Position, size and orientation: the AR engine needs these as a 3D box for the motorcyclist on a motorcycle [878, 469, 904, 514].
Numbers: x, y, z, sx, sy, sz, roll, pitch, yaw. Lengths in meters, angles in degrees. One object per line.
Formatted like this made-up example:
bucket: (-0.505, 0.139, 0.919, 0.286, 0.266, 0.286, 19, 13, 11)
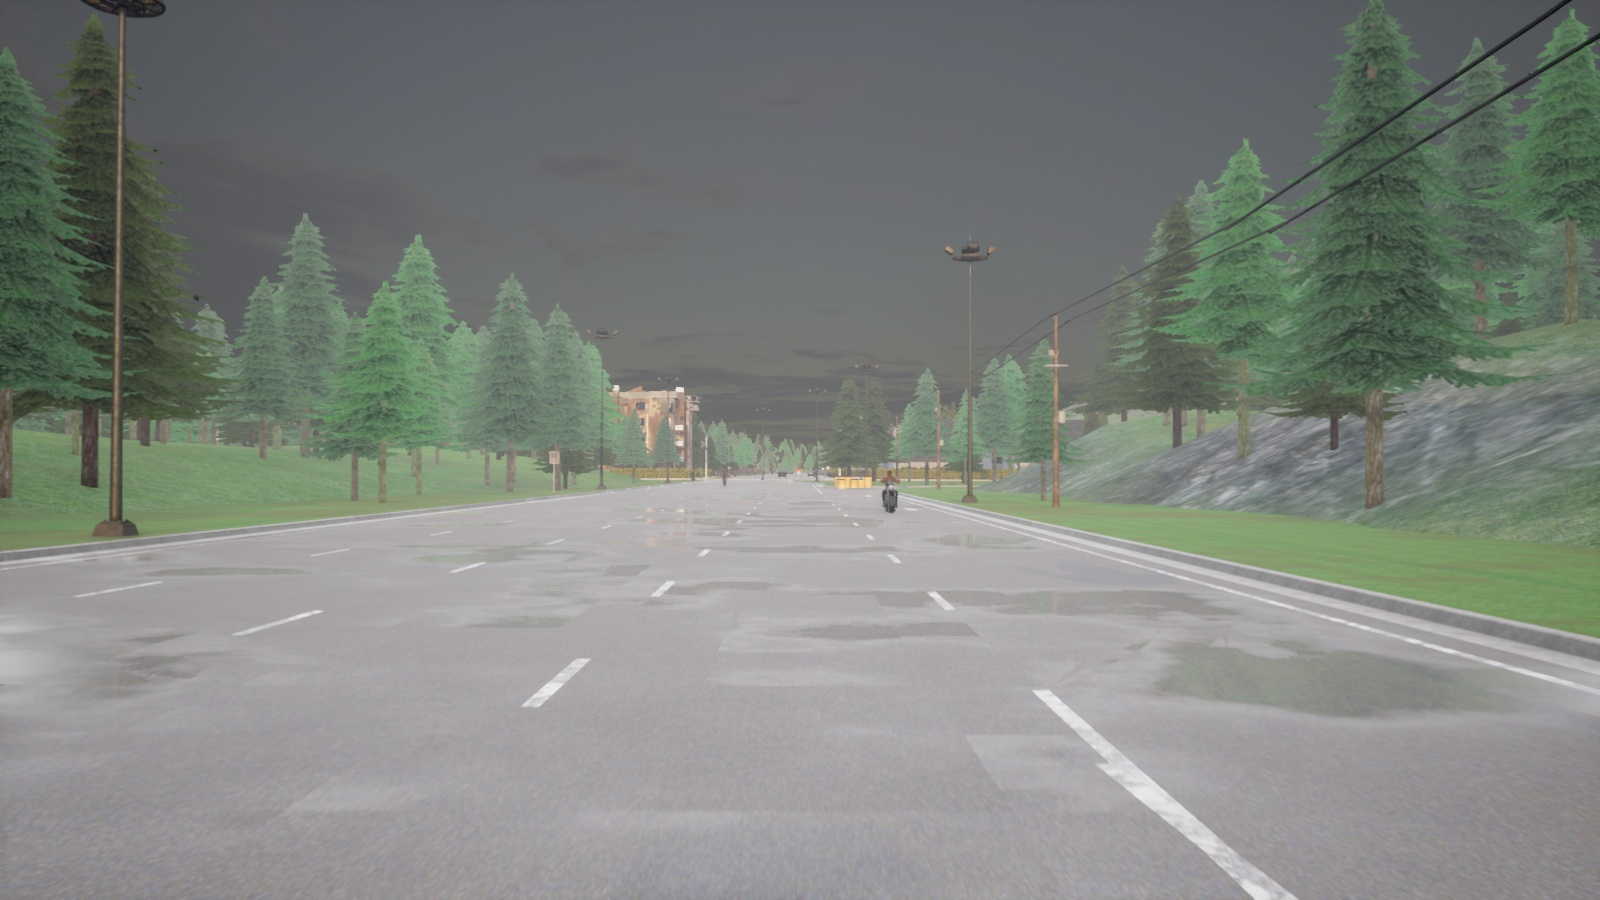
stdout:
motorcyclist on a motorcycle: (3.386, 1.538, 46.964, 0.766, 1.649, 2.350, 0, -1, 0)
